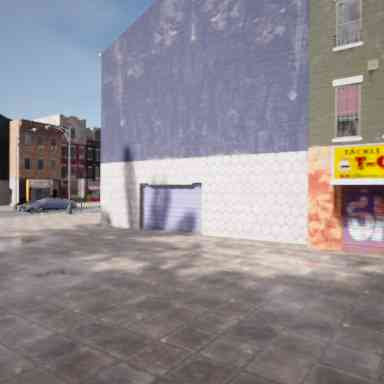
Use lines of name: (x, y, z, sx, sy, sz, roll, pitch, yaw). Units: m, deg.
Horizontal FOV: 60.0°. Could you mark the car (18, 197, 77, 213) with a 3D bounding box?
car: (-14.018, 1.244, 32.681, 2.033, 1.411, 5.357, 1, 1, 36)
